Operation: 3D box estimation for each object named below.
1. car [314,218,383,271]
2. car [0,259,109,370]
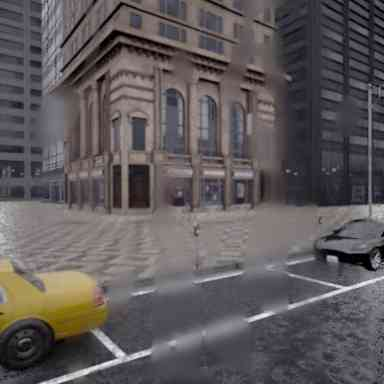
[{"bbox_3d":[5.795,1.537,10.780,4.313,1.339,1.947,0,0,-35],"label":"car"},{"bbox_3d":[-3.530,1.527,4.134,4.829,1.417,1.752,0,0,-35],"label":"car"}]
